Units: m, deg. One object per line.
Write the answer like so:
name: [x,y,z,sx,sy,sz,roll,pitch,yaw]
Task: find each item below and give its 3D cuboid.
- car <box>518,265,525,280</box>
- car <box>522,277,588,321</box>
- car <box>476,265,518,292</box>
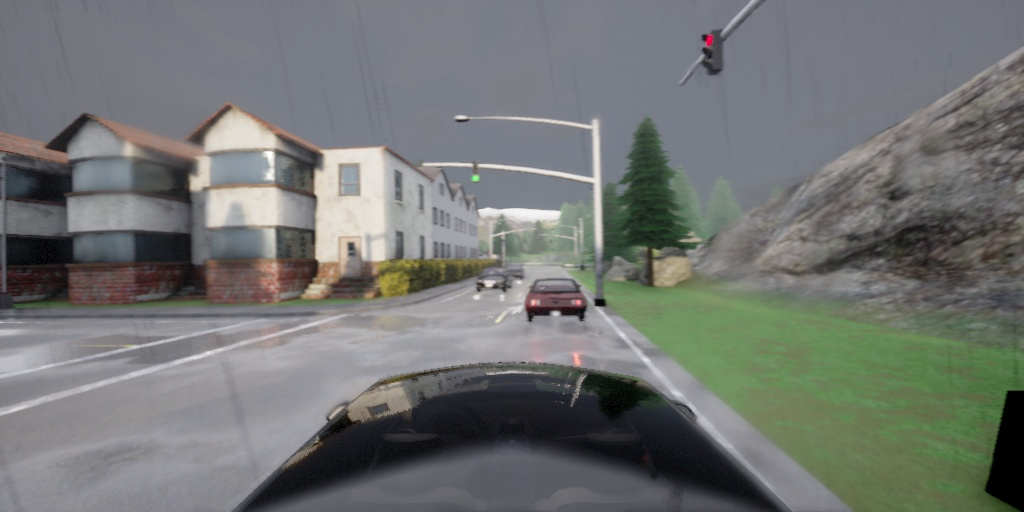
car: [0.327,1.593,35.898,2.033,1.411,5.357,-1,0,6]
car: [1.524,1.416,12.746,1.895,1.301,4.718,-1,-1,6]
car: [-1.057,1.455,23.214,2.128,1.511,4.902,-1,0,6]
